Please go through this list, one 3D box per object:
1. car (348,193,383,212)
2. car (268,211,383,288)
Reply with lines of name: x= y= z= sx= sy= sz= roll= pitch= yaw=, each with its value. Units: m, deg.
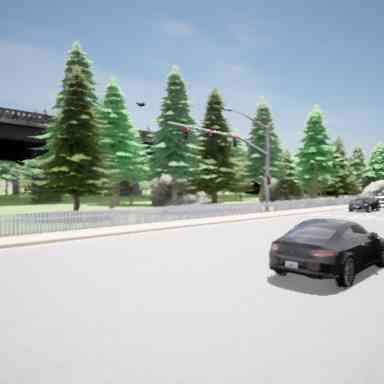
car: x=17.235 y=1.192 z=33.188 sx=1.837 sy=1.490 sz=4.892 roll=1 pitch=1 yaw=44
car: x=3.847 y=1.456 z=9.117 sx=1.812 sy=1.442 sz=4.674 roll=1 pitch=1 yaw=44
